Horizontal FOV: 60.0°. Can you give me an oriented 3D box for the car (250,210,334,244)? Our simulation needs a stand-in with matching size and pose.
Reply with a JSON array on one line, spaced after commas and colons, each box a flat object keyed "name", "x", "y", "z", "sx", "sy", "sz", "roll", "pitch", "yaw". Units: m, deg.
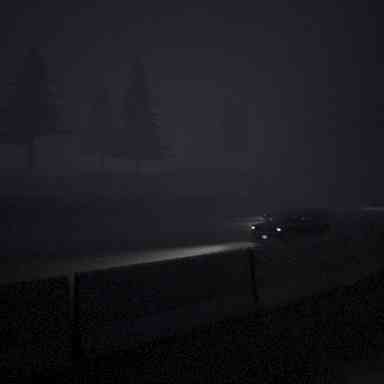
[{"name": "car", "x": 5.063, "y": 1.793, "z": 16.947, "sx": 4.718, "sy": 1.301, "sz": 1.895, "roll": 0, "pitch": -1, "yaw": -41}]

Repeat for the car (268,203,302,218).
[{"name": "car", "x": 10.277, "y": 1.980, "z": 36.674, "sx": 1.994, "sy": 1.385, "sz": 4.181, "roll": -1, "pitch": -1, "yaw": 42}]

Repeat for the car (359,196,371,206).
[{"name": "car", "x": 35.914, "y": 1.750, "z": 68.090, "sx": 2.150, "sy": 2.045, "sz": 5.566, "roll": -1, "pitch": -1, "yaw": 39}]

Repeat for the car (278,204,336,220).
[{"name": "car", "x": 9.074, "y": 1.818, "z": 25.323, "sx": 5.357, "sy": 1.411, "sz": 2.033, "roll": 0, "pitch": -1, "yaw": -44}]

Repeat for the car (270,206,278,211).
[{"name": "car", "x": 8.443, "y": 1.882, "z": 29.595, "sx": 5.357, "sy": 1.411, "sz": 2.033, "roll": 0, "pitch": -1, "yaw": -45}]

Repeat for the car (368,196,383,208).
[{"name": "car", "x": 34.197, "y": 2.018, "z": 60.434, "sx": 2.128, "sy": 1.511, "sz": 4.902, "roll": -1, "pitch": -1, "yaw": 39}]
